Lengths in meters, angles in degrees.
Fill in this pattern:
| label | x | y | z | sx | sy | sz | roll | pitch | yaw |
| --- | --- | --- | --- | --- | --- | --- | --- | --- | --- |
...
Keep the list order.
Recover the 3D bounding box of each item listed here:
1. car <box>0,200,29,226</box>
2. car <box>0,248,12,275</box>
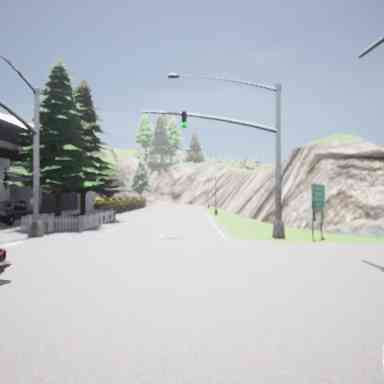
| label | x | y | z | sx | sy | sz | roll | pitch | yaw |
| --- | --- | --- | --- | --- | --- | --- | --- | --- | --- |
| car | -14.514 | 1.613 | 26.368 | 1.905 | 1.878 | 3.866 | 0 | -1 | -1 |
| car | -6.816 | 1.545 | 7.907 | 4.718 | 1.301 | 1.895 | 1 | -1 | 15 |
